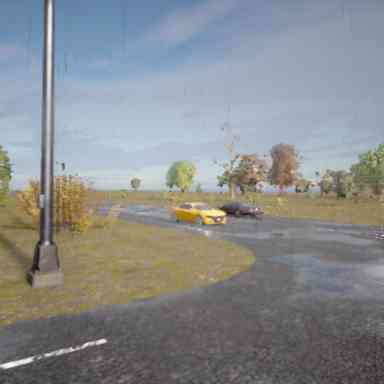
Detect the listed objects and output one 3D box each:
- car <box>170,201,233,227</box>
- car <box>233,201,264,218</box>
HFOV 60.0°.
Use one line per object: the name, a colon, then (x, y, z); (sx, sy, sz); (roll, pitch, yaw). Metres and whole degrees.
car: (0.330, 1.496, 23.685); (1.882, 1.535, 5.008); (0, 1, -35)
car: (4.095, 1.534, 30.497); (2.033, 1.411, 5.357); (0, 1, -35)
